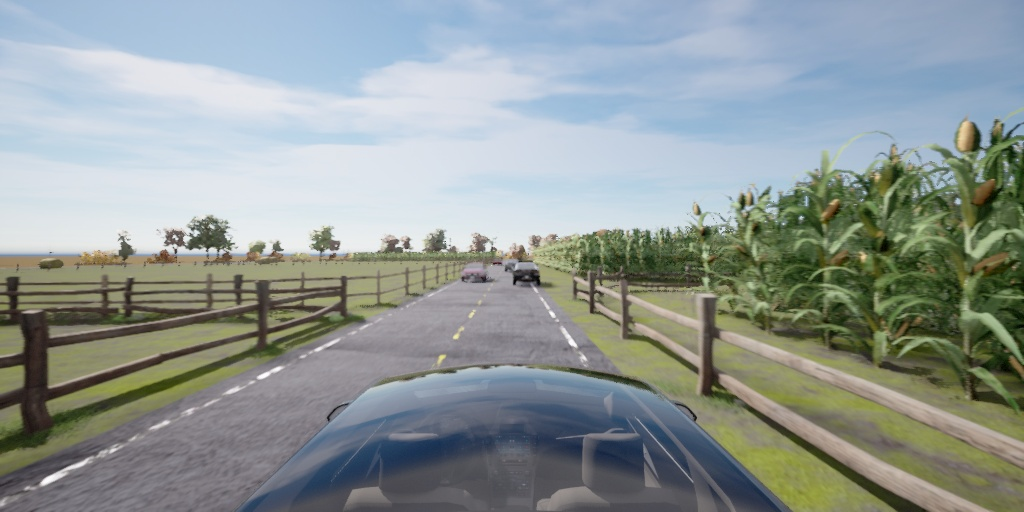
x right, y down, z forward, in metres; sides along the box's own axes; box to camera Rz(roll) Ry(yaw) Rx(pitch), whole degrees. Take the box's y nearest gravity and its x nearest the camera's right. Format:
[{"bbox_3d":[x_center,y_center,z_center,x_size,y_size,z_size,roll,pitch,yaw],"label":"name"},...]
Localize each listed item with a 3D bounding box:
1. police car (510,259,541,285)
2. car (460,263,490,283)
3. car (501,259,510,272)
[{"bbox_3d":[0.969,1.157,25.726,1.930,1.638,5.238,0,0,0],"label":"police car"},{"bbox_3d":[-2.842,1.256,28.107,1.812,1.442,4.674,0,0,0],"label":"car"},{"bbox_3d":[0.025,1.212,45.711,2.128,1.511,4.902,0,0,0],"label":"car"}]
